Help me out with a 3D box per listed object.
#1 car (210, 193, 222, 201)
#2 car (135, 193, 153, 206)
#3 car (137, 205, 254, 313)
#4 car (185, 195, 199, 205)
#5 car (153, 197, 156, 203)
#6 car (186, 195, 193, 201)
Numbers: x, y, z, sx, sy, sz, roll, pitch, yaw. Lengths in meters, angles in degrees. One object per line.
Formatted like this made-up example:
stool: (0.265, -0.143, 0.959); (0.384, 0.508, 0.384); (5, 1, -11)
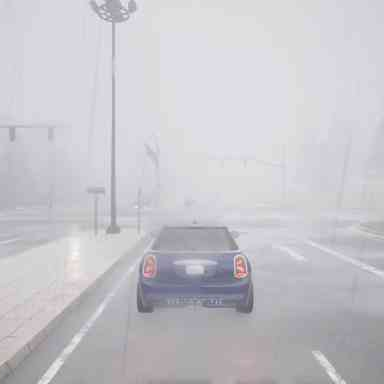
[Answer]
car: (6.333, 1.215, 84.933); (2.150, 2.045, 5.566); (0, 0, -1)
car: (-8.285, 1.352, 55.997); (2.097, 1.767, 4.553); (0, 0, -1)
car: (0.069, 1.352, 7.821); (2.097, 1.767, 4.553); (0, 0, 0)
car: (-0.176, 1.526, 54.640); (1.812, 1.442, 4.674); (0, 0, -1)
car: (-8.386, 1.547, 65.611); (2.033, 1.411, 5.357); (0, 0, 0)
car: (-0.714, 1.496, 87.822); (1.837, 1.490, 4.892); (0, 0, -1)
